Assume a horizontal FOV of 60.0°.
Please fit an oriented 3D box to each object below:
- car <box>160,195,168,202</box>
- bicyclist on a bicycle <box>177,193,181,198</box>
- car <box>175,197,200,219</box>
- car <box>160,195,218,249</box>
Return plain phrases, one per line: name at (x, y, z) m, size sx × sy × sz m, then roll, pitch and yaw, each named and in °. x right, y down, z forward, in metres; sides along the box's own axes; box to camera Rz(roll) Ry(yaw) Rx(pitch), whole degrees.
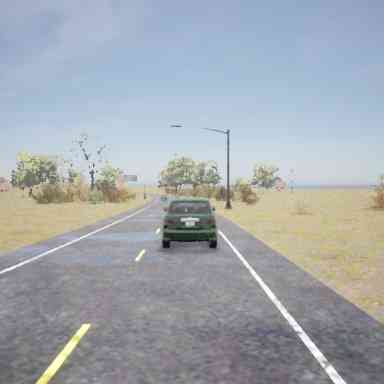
car at (-6.485, 1.433, 76.528) m, size 1.837 × 1.490 × 4.892 m, roll 0°, pitch 0°, yaw -4°
bicyclist on a bicycle at (-3.602, 1.341, 94.786) m, size 0.866 × 1.612 × 1.509 m, roll 0°, pitch 0°, yaw -5°
car at (-0.454, 1.353, 29.705) m, size 2.097 × 1.767 × 4.553 m, roll 0°, pitch 0°, yaw -2°
car at (-0.115, 1.252, 14.739) m, size 2.150 × 2.045 × 5.566 m, roll 0°, pitch 0°, yaw -1°
